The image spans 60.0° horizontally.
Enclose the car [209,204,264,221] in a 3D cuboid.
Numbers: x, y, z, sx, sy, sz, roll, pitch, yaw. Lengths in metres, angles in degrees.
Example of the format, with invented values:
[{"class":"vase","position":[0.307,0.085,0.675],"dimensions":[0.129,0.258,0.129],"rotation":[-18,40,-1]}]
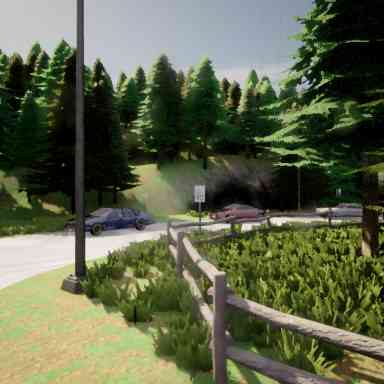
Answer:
[{"class":"car","position":[3.410,1.591,25.208],"dimensions":[4.181,1.385,1.994],"rotation":[0,0,-26]}]

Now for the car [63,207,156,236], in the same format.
[{"class":"car","position":[-4.523,1.574,19.156],"dimensions":[2.033,1.411,5.357],"rotation":[0,0,41]}]

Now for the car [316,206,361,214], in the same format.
[{"class":"car","position":[12.925,1.627,28.116],"dimensions":[4.718,1.301,1.895],"rotation":[0,0,-6]}]
